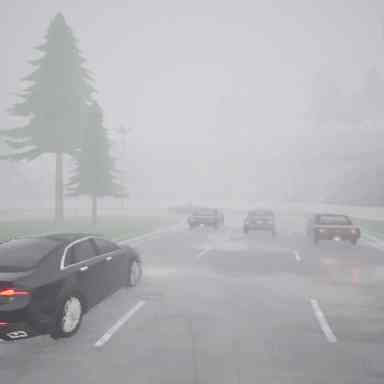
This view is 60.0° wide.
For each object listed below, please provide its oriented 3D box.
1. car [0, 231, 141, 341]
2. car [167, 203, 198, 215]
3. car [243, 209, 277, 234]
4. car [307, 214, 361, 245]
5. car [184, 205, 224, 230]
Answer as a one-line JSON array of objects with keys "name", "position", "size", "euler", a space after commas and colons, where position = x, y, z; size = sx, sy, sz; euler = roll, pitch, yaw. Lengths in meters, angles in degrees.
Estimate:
[{"name": "car", "position": [-2.537, 1.561, 6.769], "size": [1.837, 1.490, 4.892], "euler": [-1, -1, 10]}, {"name": "car", "position": [-0.521, 1.918, 37.302], "size": [4.718, 1.301, 1.895], "euler": [0, -1, 37]}, {"name": "car", "position": [4.204, 1.726, 20.487], "size": [2.033, 1.411, 5.357], "euler": [0, 0, 13]}, {"name": "car", "position": [6.859, 1.749, 16.634], "size": [1.895, 1.301, 4.718], "euler": [0, 0, 14]}, {"name": "car", "position": [1.101, 1.798, 22.926], "size": [1.895, 1.301, 4.718], "euler": [0, 0, 13]}]
